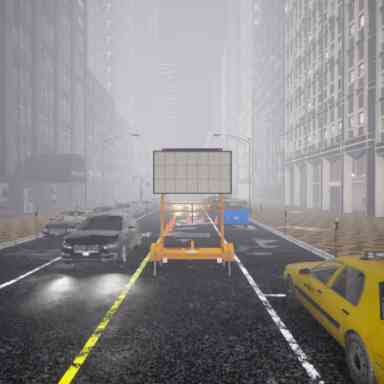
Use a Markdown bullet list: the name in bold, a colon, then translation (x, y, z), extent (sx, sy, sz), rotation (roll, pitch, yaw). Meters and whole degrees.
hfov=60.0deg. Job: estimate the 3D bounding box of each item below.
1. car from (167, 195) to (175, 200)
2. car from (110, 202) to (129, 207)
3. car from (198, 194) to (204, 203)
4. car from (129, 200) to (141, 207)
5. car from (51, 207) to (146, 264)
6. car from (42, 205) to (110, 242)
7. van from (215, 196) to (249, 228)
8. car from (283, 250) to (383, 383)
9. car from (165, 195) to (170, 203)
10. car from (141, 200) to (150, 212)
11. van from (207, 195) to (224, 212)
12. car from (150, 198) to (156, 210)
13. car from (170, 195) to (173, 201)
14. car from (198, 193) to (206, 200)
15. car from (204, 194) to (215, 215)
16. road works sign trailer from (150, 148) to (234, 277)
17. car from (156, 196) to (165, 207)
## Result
- **car**: translation (-5.739, 1.502, 89.924), extent (1.752, 1.417, 4.829), rotation (-1, 0, 0)
- **car**: translation (-5.708, 1.561, 21.890), extent (1.947, 1.339, 4.313), rotation (-1, 0, 0)
- **car**: translation (2.654, 1.536, 61.679), extent (2.008, 1.369, 4.403), rotation (-1, 0, 0)
- **car**: translation (-5.710, 1.538, 27.574), extent (1.887, 1.381, 4.507), rotation (-1, 0, 0)
- **car**: translation (-3.005, 1.502, 11.847), extent (1.837, 1.490, 4.892), rotation (0, 0, 0)
- **car**: translation (-5.705, 1.547, 16.206), extent (2.008, 1.369, 4.403), rotation (-1, 0, 0)
- **van**: translation (2.671, 1.336, 21.894), extent (1.690, 1.788, 3.998), rotation (-1, 0, 0)
- **car**: translation (2.680, 1.524, 5.013), extent (1.752, 1.417, 4.829), rotation (-1, 0, 0)
- **car**: translation (-5.726, 1.536, 61.675), extent (2.008, 1.369, 4.403), rotation (-1, 0, 0)
- **car**: translation (-5.714, 1.543, 33.257), extent (2.008, 1.369, 4.403), rotation (-1, 0, 0)
- **van**: translation (2.663, 1.332, 38.945), extent (1.690, 1.788, 3.998), rotation (-1, 0, 0)
- **car**: translation (-5.716, 1.573, 38.941), extent (1.802, 1.307, 4.206), rotation (-1, 0, 0)
- **car**: translation (-5.731, 1.564, 73.043), extent (1.802, 1.307, 4.206), rotation (-1, 0, 0)
- **car**: translation (2.639, 1.291, 90.098), extent (2.192, 1.841, 5.009), rotation (-1, 0, 0)
- **car**: translation (2.665, 1.307, 33.261), extent (2.192, 1.841, 5.009), rotation (-1, 0, 0)
- **road works sign trailer**: translation (0.011, 0.462, 10.259), extent (2.380, 3.560, 2.880), rotation (0, 0, 0)
- **car**: translation (-5.721, 1.539, 50.308), extent (2.008, 1.369, 4.403), rotation (-1, 0, 0)
